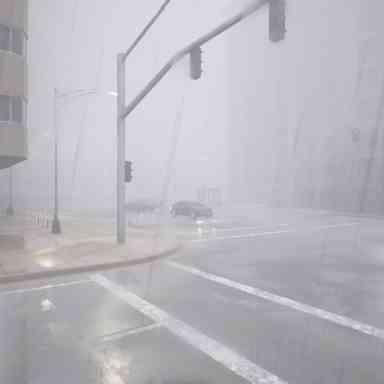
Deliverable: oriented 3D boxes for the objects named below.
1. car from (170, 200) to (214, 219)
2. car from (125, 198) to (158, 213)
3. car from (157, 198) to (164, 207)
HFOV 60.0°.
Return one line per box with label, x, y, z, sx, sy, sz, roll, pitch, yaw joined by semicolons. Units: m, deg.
car;-0.095;1.505;29.185;1.837;1.490;4.892;0;0;-36
car;-6.081;1.601;37.409;1.895;1.301;4.718;0;0;-36
car;-6.272;1.547;43.914;2.033;1.411;5.357;0;0;-36
